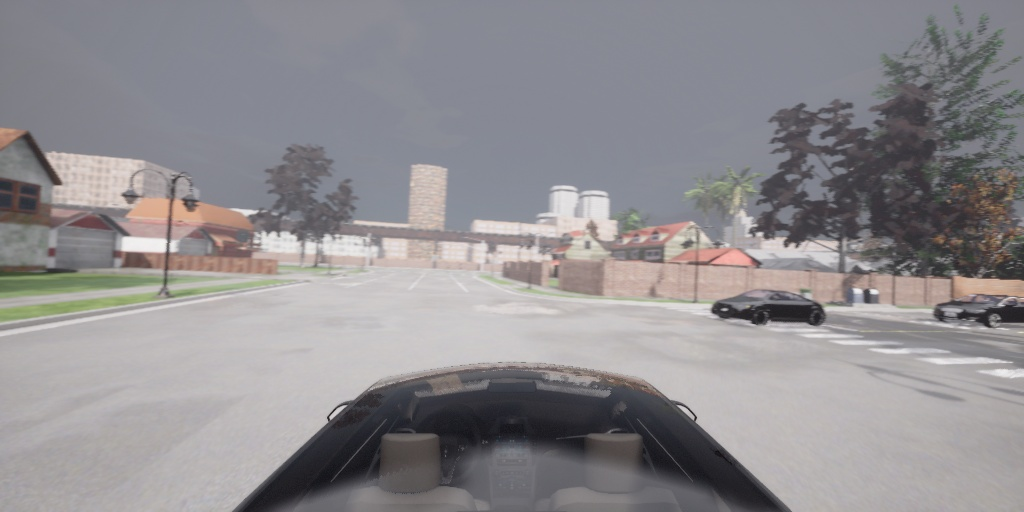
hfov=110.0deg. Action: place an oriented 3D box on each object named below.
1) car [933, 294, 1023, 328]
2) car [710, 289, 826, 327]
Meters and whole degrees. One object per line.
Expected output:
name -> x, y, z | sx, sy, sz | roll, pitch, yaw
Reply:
car -> 23.098, 2.603, 17.307 | 4.902, 1.511, 2.128 | 3, -1, -10
car -> 10.558, 2.077, 14.869 | 4.181, 1.385, 1.994 | 3, -1, -10
